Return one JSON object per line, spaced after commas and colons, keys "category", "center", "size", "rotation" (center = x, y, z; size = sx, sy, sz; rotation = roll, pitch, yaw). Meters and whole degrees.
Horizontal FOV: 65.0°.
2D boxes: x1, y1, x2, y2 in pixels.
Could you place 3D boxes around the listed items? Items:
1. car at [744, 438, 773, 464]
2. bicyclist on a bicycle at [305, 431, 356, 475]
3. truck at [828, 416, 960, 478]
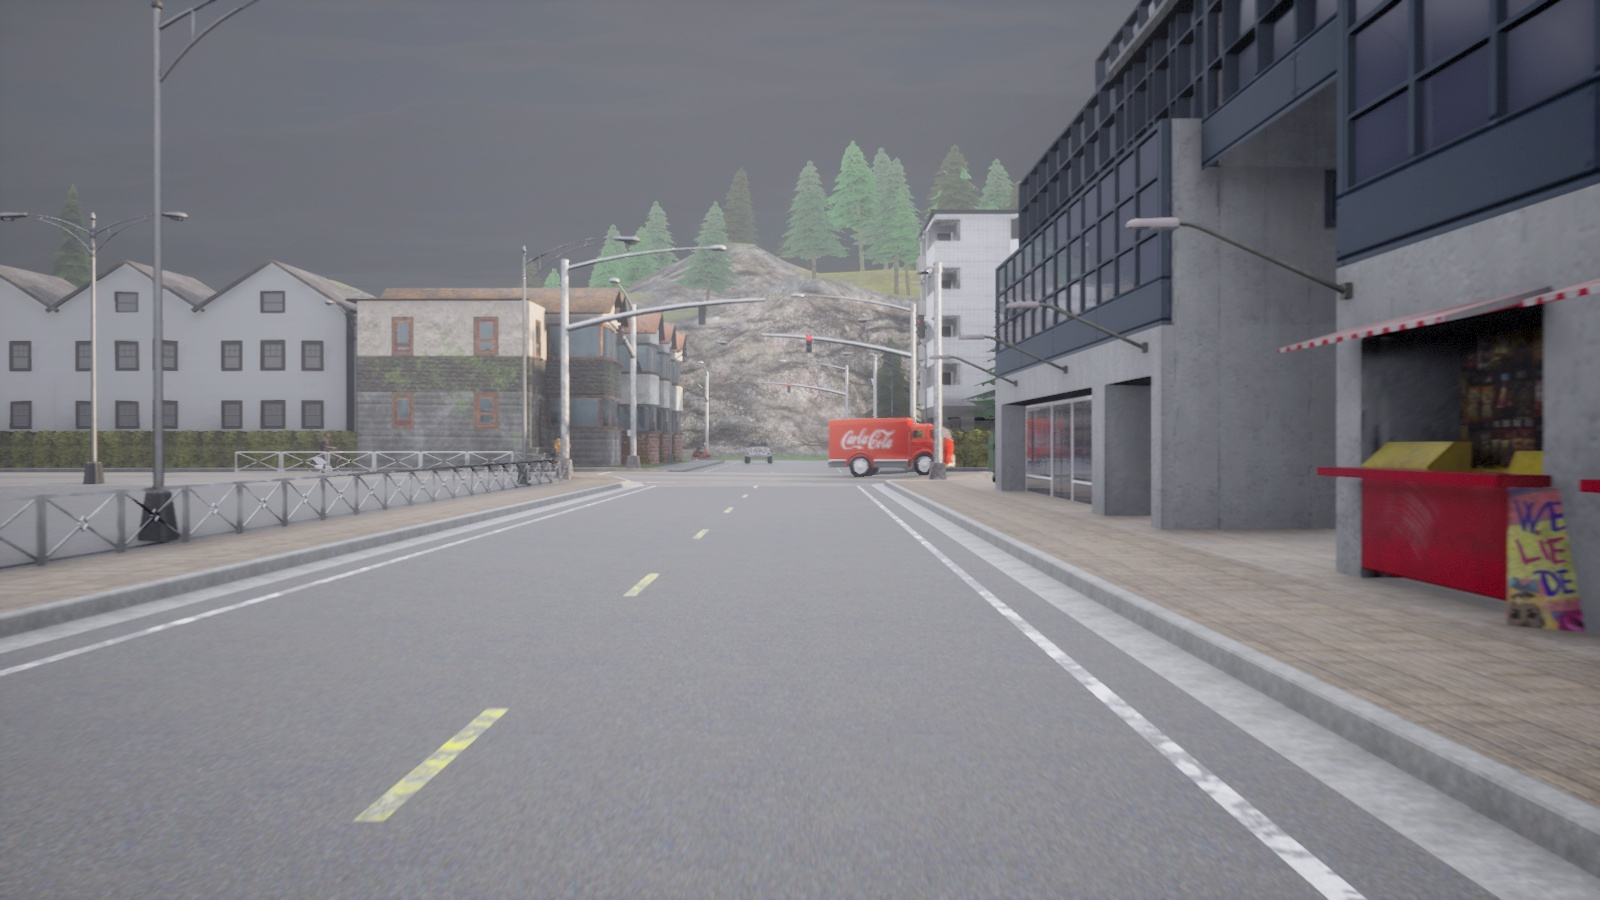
{"category": "car", "center": [-2.967, 0.053, 90.157], "size": [1.932, 1.855, 4.605], "rotation": [0, 0, 0]}
{"category": "bicyclist on a bicycle", "center": [-19.164, 0.137, 51.257], "size": [1.843, 1.776, 0.659], "rotation": [0, 0, 0]}
{"category": "truck", "center": [4.012, -0.119, 53.060], "size": [5.204, 2.467, 2.627], "rotation": [-1, 0, 11]}
